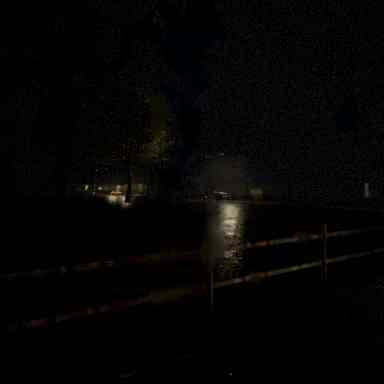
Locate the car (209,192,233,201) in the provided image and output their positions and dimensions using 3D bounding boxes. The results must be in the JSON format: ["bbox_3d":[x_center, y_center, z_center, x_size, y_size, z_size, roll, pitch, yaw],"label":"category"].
[{"bbox_3d":[4.868,0.701,54.919,2.128,1.511,4.902,1,0,-35],"label":"car"}]
